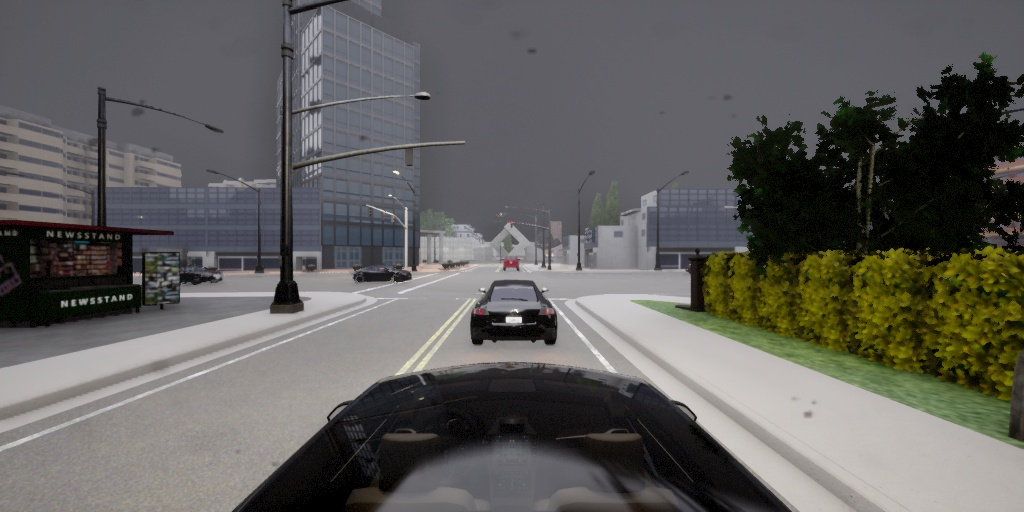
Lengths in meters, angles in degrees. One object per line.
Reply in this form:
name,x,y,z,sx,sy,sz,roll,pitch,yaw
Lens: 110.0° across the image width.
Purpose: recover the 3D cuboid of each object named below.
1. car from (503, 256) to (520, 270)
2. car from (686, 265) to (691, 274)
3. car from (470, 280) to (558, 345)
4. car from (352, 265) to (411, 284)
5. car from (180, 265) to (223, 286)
car,-0.117,0.971,51.283,2.150,2.045,5.566,0,0,0
car,21.195,1.177,38.302,5.008,1.535,1.882,0,0,-1
car,0.044,1.314,9.553,1.994,1.385,4.181,0,0,0
car,-9.836,1.363,27.310,4.181,1.385,1.994,0,0,-2
car,-24.660,1.441,27.037,4.902,1.511,2.128,-1,0,-1
